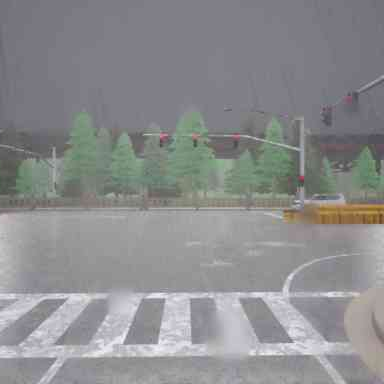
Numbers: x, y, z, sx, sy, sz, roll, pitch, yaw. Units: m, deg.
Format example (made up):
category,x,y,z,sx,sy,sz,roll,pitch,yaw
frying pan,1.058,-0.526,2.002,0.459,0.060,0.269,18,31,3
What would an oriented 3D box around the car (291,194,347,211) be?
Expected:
category,x,y,z,sx,sy,sz,roll,pitch,yaw
car,13.535,1.221,35.445,5.566,2.045,2.150,0,0,-2
